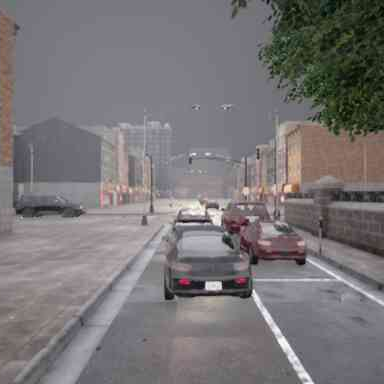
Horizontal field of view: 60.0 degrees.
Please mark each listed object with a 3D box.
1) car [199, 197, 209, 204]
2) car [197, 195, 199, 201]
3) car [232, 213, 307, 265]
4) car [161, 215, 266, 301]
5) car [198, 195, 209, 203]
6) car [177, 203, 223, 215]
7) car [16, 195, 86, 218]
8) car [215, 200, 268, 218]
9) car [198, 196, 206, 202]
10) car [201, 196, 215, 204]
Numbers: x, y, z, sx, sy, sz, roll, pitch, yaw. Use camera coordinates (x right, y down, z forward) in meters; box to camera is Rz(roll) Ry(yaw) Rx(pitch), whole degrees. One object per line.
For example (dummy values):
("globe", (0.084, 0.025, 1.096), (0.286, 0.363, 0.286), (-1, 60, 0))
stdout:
("car", (2.520, 1.791, 70.483), (1.802, 1.307, 4.206), (0, 0, 0))
("car", (2.532, 1.499, 65.046), (2.192, 1.841, 5.009), (1, 0, 0))
("car", (2.625, 1.598, 11.417), (1.802, 1.307, 4.206), (1, 0, 0))
("car", (0.226, 1.537, 8.305), (1.812, 1.442, 4.674), (0, 0, -4))
("car", (2.539, 1.706, 59.608), (1.887, 1.381, 4.507), (1, 0, 0))
("car", (0.049, 1.516, 15.752), (2.128, 1.511, 4.902), (0, 0, 0))
("car", (-11.975, 1.242, 28.412), (5.566, 2.045, 2.150), (0, -1, 0))
("car", (2.618, 1.342, 16.866), (2.192, 1.841, 5.009), (1, 0, 0))
("car", (2.491, 1.842, 86.795), (2.008, 1.369, 4.403), (0, 0, 0))
("car", (2.568, 1.644, 43.296), (1.887, 1.381, 4.507), (1, 0, 0))
